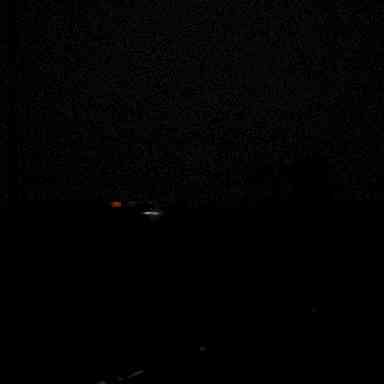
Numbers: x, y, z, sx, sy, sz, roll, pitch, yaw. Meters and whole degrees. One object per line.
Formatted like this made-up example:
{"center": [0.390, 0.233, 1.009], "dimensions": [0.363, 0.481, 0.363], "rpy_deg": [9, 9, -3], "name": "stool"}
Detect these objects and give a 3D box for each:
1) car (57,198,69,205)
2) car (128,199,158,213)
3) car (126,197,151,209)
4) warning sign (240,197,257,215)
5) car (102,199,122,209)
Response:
{"center": [-34.049, 2.488, 87.983], "dimensions": [2.097, 1.767, 4.553], "rpy_deg": [1, -2, -36], "name": "car"}
{"center": [-6.164, 1.951, 43.276], "dimensions": [1.994, 1.385, 4.181], "rpy_deg": [1, -2, -36], "name": "car"}
{"center": [-8.028, 1.754, 50.725], "dimensions": [2.150, 2.045, 5.566], "rpy_deg": [1, -2, -35], "name": "car"}
{"center": [6.036, 1.456, 35.551], "dimensions": [1.300, 1.860, 1.060], "rpy_deg": [2, -1, -36], "name": "warning sign"}
{"center": [-14.314, 2.015, 59.279], "dimensions": [2.097, 1.767, 4.553], "rpy_deg": [1, -2, -36], "name": "car"}
